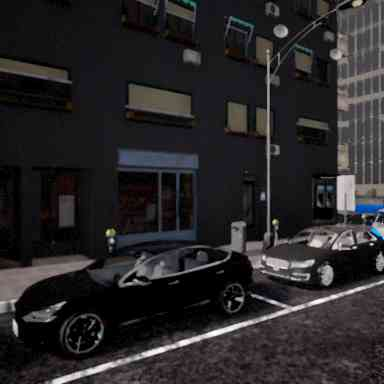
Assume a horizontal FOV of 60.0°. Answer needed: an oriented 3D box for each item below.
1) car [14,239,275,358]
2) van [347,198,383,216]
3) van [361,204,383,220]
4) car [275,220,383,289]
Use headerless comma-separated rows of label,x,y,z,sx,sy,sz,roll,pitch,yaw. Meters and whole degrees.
car,-0.755,1.592,6.034,4.313,1.339,1.947,1,-1,-35
van,17.586,1.521,33.188,1.690,1.788,3.998,0,0,-35
van,8.366,1.472,12.545,3.998,1.788,1.690,1,-1,-35
car,3.806,1.629,9.288,4.403,1.369,2.008,1,-1,-35
